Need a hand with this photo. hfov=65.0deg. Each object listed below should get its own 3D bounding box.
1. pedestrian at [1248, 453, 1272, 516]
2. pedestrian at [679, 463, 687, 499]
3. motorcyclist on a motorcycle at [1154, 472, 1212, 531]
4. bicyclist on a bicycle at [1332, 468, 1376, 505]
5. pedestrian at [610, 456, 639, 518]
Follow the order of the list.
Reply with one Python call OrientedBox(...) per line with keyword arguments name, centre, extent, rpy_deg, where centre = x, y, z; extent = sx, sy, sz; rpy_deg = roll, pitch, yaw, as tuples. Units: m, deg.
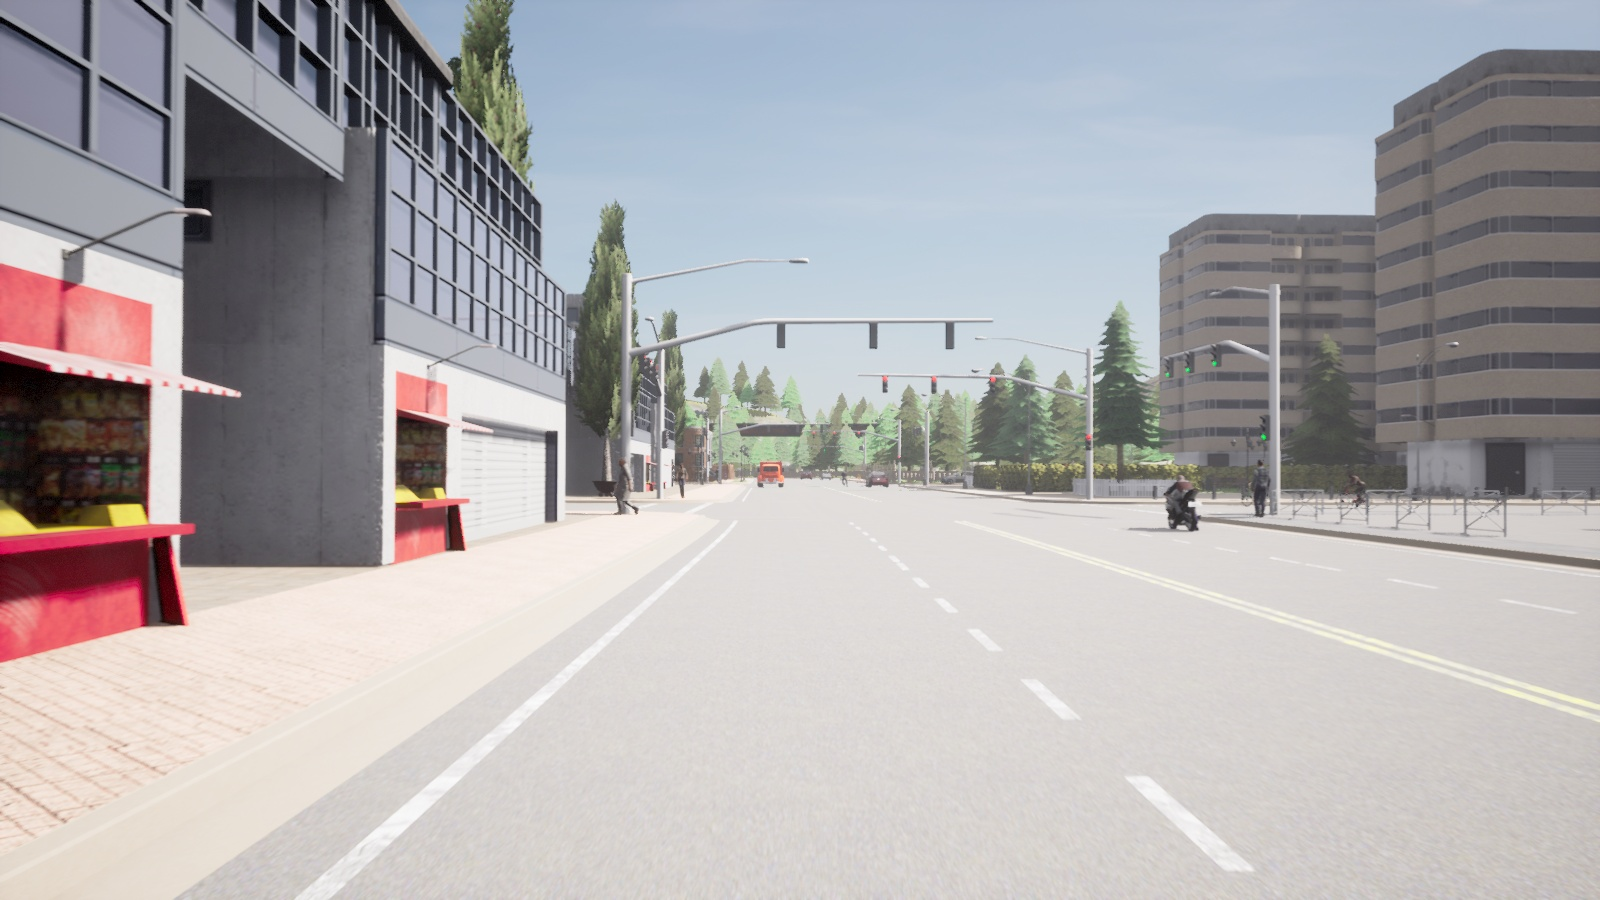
OrientedBox(name="pedestrian", centre=(14.395, 1.074, 39.326), extent=(0.423, 1.949, 0.788), rpy_deg=(0, -1, -2))
OrientedBox(name="pedestrian", centre=(-5.880, 1.551, 62.966), extent=(0.328, 1.805, 0.869), rpy_deg=(0, -1, -2))
OrientedBox(name="motorcyclist on a motorcycle", centre=(10.372, 1.379, 34.091), extent=(0.866, 1.530, 2.191), rpy_deg=(0, -1, -1))
OrientedBox(name="bicyclist on a bicycle", centre=(24.273, 1.592, 55.040), extent=(1.656, 1.620, 0.582), rpy_deg=(0, -1, -2))
OrientedBox(name="pedestrian", centre=(-5.544, 1.160, 39.699), extent=(0.873, 1.952, 0.659), rpy_deg=(0, -1, -10))
